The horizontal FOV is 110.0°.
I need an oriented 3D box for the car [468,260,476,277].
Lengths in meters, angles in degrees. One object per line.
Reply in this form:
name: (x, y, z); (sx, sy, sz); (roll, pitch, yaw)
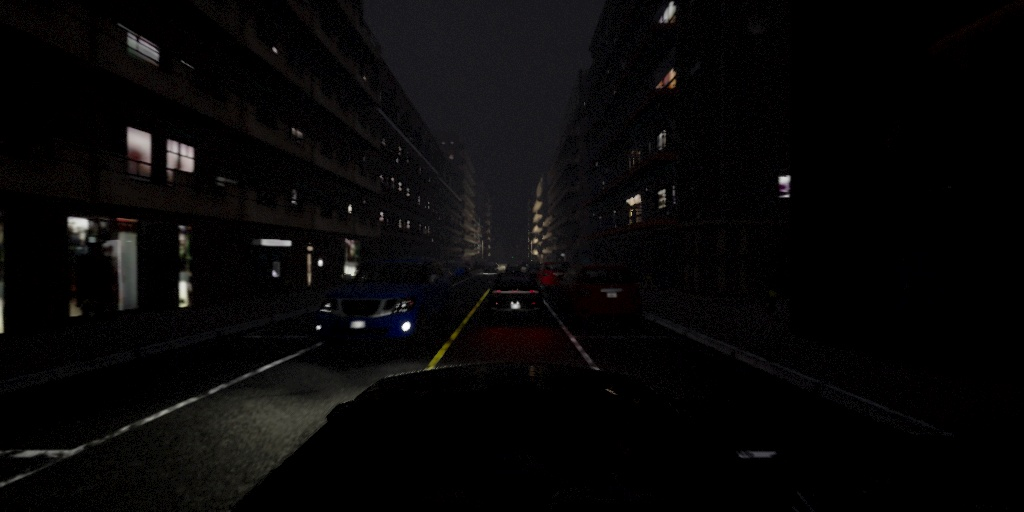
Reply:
car: (-5.666, 1.402, 40.365); (2.192, 1.841, 5.009); (0, 0, 0)

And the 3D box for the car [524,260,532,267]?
car: (3.045, 1.529, 50.077); (2.097, 1.767, 4.553); (0, -1, 0)

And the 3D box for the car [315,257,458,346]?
car: (-3.089, 1.041, 9.970); (2.150, 2.045, 5.566); (0, 0, 0)

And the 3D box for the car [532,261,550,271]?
car: (2.708, 1.254, 23.336); (2.192, 1.841, 5.009); (0, 0, 0)

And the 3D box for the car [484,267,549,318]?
car: (0.110, 1.343, 13.409); (2.128, 1.511, 4.902); (0, 0, 0)

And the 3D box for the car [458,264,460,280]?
car: (-5.637, 1.569, 29.038); (1.802, 1.307, 4.207); (0, 0, 0)

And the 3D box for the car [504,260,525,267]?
car: (0.139, 1.611, 43.703); (2.128, 1.511, 4.902); (0, -1, 0)

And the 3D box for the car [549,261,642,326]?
car: (2.697, 1.155, 12.008); (2.192, 1.841, 5.009); (0, 0, 0)

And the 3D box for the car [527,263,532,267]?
car: (2.719, 1.622, 34.663); (1.802, 1.307, 4.207); (0, 0, 0)

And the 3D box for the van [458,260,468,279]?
van: (-5.644, 1.378, 34.703); (1.690, 1.789, 3.998); (0, 0, 0)

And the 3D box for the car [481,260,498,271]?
car: (-3.021, 1.748, 52.898); (2.033, 1.411, 5.357); (0, -1, 1)

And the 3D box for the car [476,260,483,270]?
car: (-5.635, 1.606, 63.021); (2.192, 1.841, 5.009); (0, 0, 0)

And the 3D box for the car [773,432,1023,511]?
car: (2.687, 1.308, 0.682); (1.948, 1.339, 4.313); (0, 0, 0)
